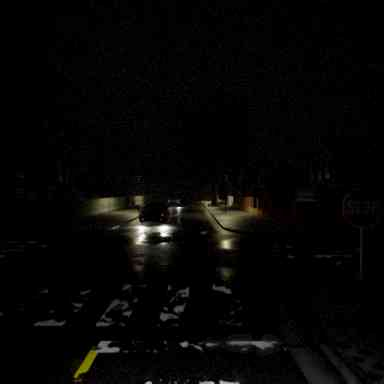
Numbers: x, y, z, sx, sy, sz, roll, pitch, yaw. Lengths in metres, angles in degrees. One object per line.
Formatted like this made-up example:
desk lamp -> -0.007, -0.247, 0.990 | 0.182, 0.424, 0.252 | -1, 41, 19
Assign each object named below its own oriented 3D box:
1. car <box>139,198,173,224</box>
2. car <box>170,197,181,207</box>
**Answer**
car -> -2.754, 1.484, 25.193 | 1.882, 1.535, 5.008 | 0, 0, 0
car -> -2.744, 1.464, 51.223 | 1.812, 1.442, 4.674 | 0, 0, 0
